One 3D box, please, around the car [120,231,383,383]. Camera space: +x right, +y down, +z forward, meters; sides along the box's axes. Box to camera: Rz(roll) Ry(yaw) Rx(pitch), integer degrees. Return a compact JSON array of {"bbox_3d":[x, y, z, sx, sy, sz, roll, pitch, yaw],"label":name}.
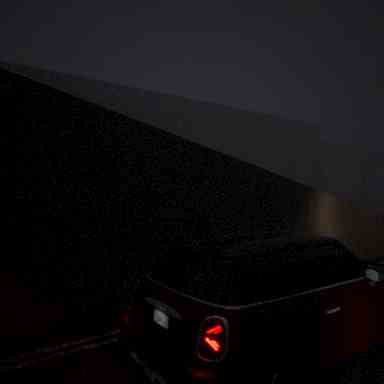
[{"bbox_3d":[1.402,1.350,4.748,4.553,1.767,2.097,0,0,-36],"label":"car"}]
